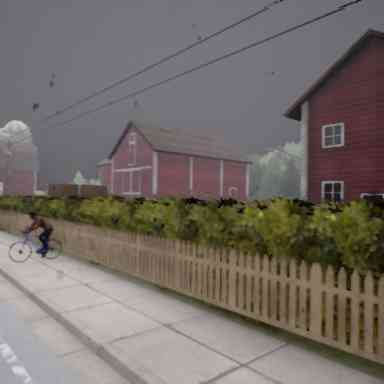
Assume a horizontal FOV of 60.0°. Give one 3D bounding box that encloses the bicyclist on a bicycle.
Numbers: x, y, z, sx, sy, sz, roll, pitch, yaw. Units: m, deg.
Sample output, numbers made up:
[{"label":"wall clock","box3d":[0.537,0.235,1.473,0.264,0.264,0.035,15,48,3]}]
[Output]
[{"label":"bicyclist on a bicycle","box3d":[-5.065,1.449,10.871,1.656,1.620,0.582,2,-1,-41]}]
